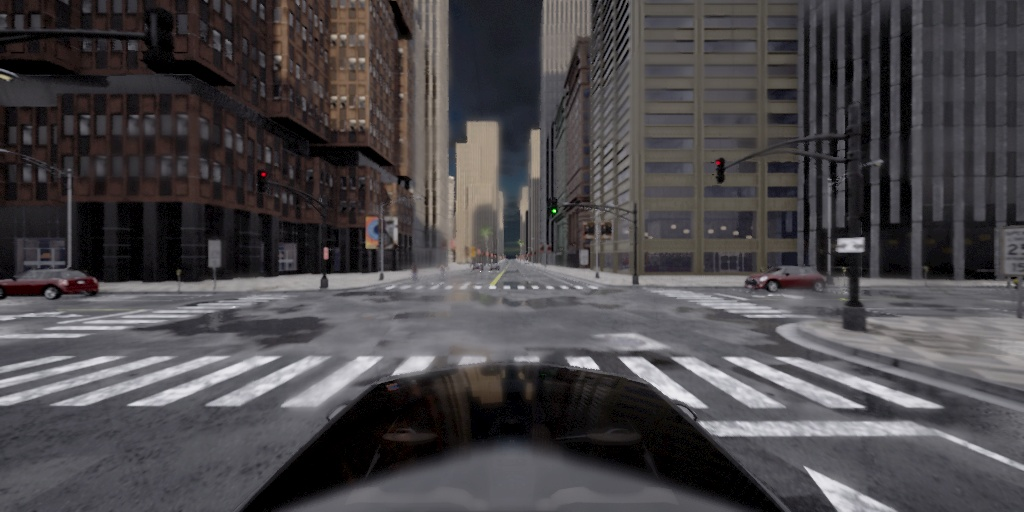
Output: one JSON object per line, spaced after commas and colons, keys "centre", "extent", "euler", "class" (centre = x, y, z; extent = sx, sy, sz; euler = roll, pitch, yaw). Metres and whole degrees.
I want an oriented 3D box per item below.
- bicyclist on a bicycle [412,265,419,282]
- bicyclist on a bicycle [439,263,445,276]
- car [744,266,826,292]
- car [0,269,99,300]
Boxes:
{"centre": [-8.752, 1.597, 32.515], "extent": [0.582, 1.620, 1.656], "euler": [0, 0, 0], "class": "bicyclist on a bicycle"}
{"centre": [-8.749, 1.745, 45.111], "extent": [0.866, 1.612, 1.509], "euler": [0, -1, 0], "class": "bicyclist on a bicycle"}
{"centre": [16.678, 1.362, 22.111], "extent": [4.097, 1.591, 1.967], "euler": [0, 0, 0], "class": "car"}
{"centre": [-24.731, 1.427, 18.980], "extent": [4.097, 1.591, 1.967], "euler": [0, 0, 0], "class": "car"}
